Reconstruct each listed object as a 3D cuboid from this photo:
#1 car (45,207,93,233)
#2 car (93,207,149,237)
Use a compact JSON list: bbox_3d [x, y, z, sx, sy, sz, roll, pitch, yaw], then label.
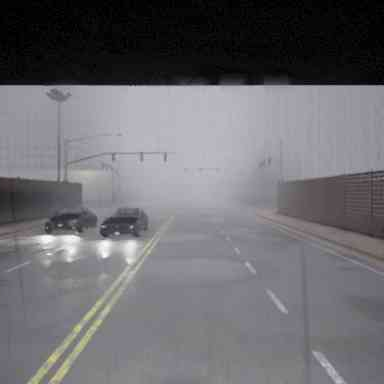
[{"bbox_3d":[-7.006,1.586,19.672,1.994,1.385,4.181,0,0,0],"label":"car"},{"bbox_3d":[-3.519,1.568,18.310,2.033,1.411,5.357,0,0,0],"label":"car"}]
